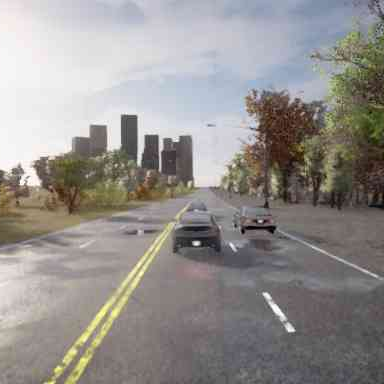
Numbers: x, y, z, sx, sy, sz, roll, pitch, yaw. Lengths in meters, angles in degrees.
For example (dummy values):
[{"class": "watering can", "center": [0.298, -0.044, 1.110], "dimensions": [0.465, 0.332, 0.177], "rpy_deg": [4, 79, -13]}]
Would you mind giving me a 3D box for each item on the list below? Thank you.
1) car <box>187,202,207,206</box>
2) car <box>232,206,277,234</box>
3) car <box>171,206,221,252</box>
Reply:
[{"class": "car", "center": [0.455, 1.605, 32.067], "dimensions": [1.994, 1.385, 4.181], "rpy_deg": [-1, 0, 1]}, {"class": "car", "center": [3.511, 1.541, 19.395], "dimensions": [2.033, 1.411, 5.357], "rpy_deg": [0, 0, 1]}, {"class": "car", "center": [0.180, 1.569, 14.231], "dimensions": [1.837, 1.490, 4.892], "rpy_deg": [-1, 0, 1]}]
